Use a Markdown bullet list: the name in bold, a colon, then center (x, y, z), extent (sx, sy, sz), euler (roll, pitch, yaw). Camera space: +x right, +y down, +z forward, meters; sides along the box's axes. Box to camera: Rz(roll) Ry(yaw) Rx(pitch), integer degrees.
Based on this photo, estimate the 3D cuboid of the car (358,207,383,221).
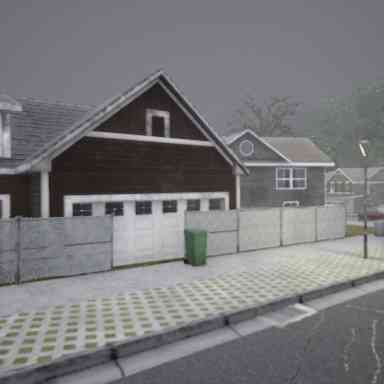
- **car**: center (18.315, 2.215, 32.510), extent (1.812, 1.442, 4.674), euler (-1, -2, -14)
